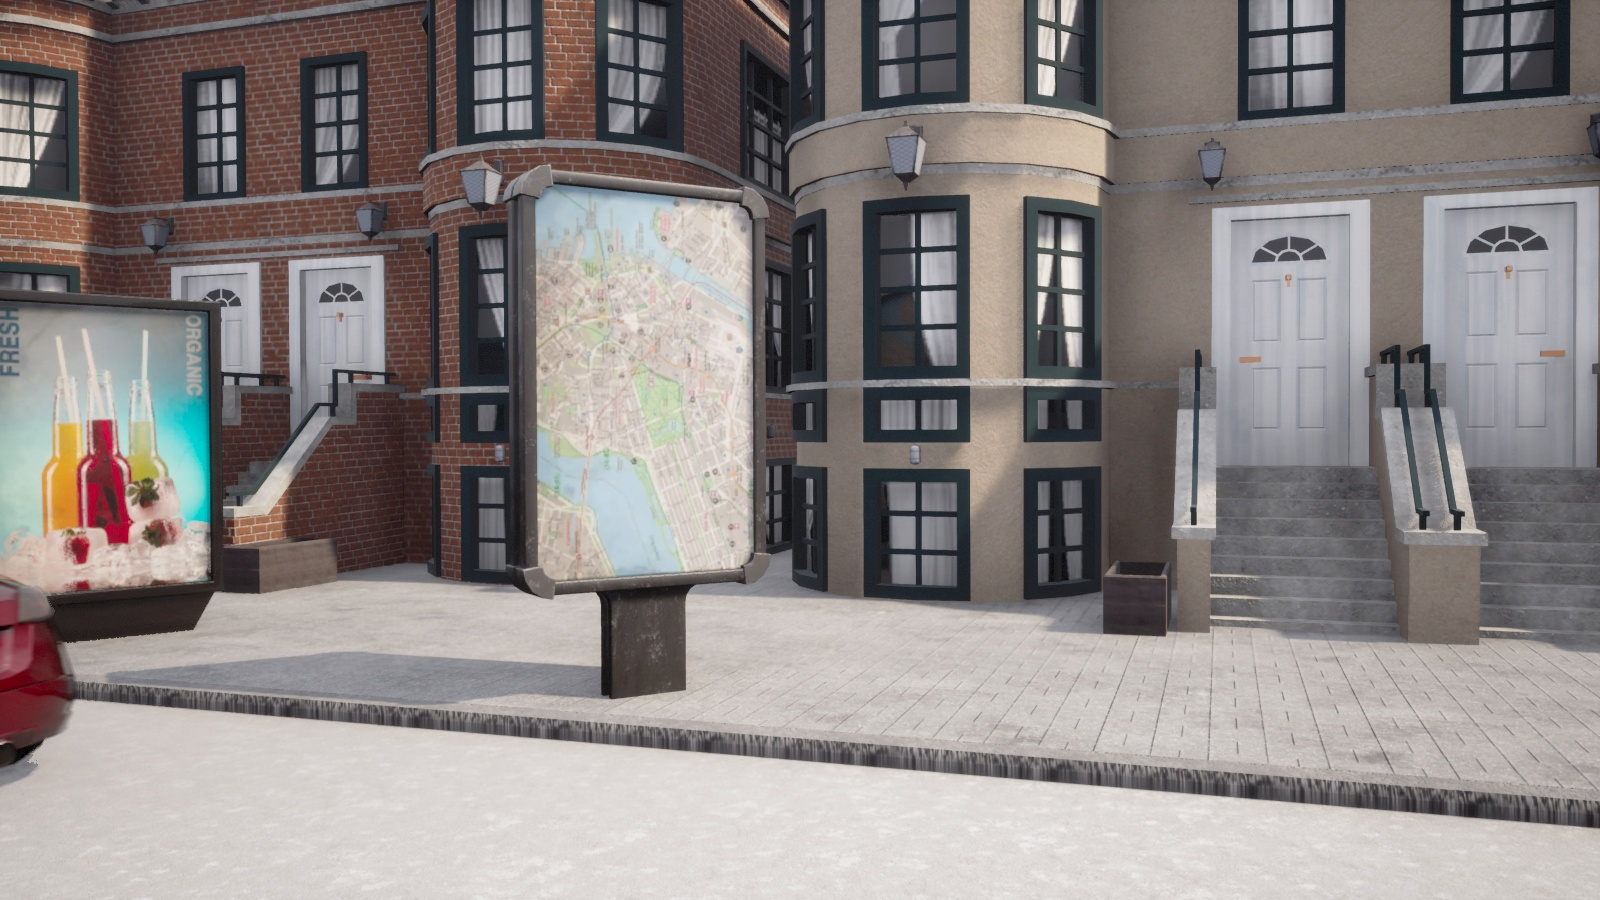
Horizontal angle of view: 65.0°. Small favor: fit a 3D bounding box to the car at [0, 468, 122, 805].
[{"bbox_3d":[-5.453,0.781,5.556,4.181,1.385,1.994,1,1,19],"label":"car"}]
